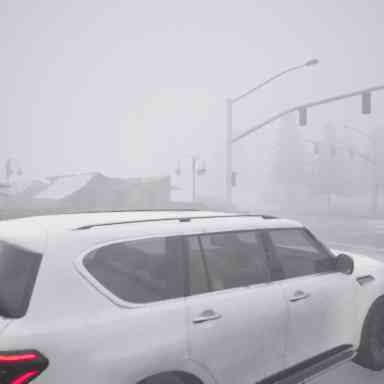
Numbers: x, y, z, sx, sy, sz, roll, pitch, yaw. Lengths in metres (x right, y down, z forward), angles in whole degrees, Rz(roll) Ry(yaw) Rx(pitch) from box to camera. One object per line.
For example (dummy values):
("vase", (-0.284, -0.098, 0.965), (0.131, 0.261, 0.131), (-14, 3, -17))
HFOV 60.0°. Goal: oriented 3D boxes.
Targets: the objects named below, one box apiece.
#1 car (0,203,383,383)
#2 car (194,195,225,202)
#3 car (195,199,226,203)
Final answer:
("car", (0.379, 1.242, 4.078), (5.566, 2.045, 2.150), (0, 0, -35))
("car", (2.374, 1.382, 34.520), (2.150, 2.045, 5.566), (1, 0, -37))
("car", (2.741, 1.613, 28.116), (1.882, 1.535, 5.008), (1, 0, -35))
